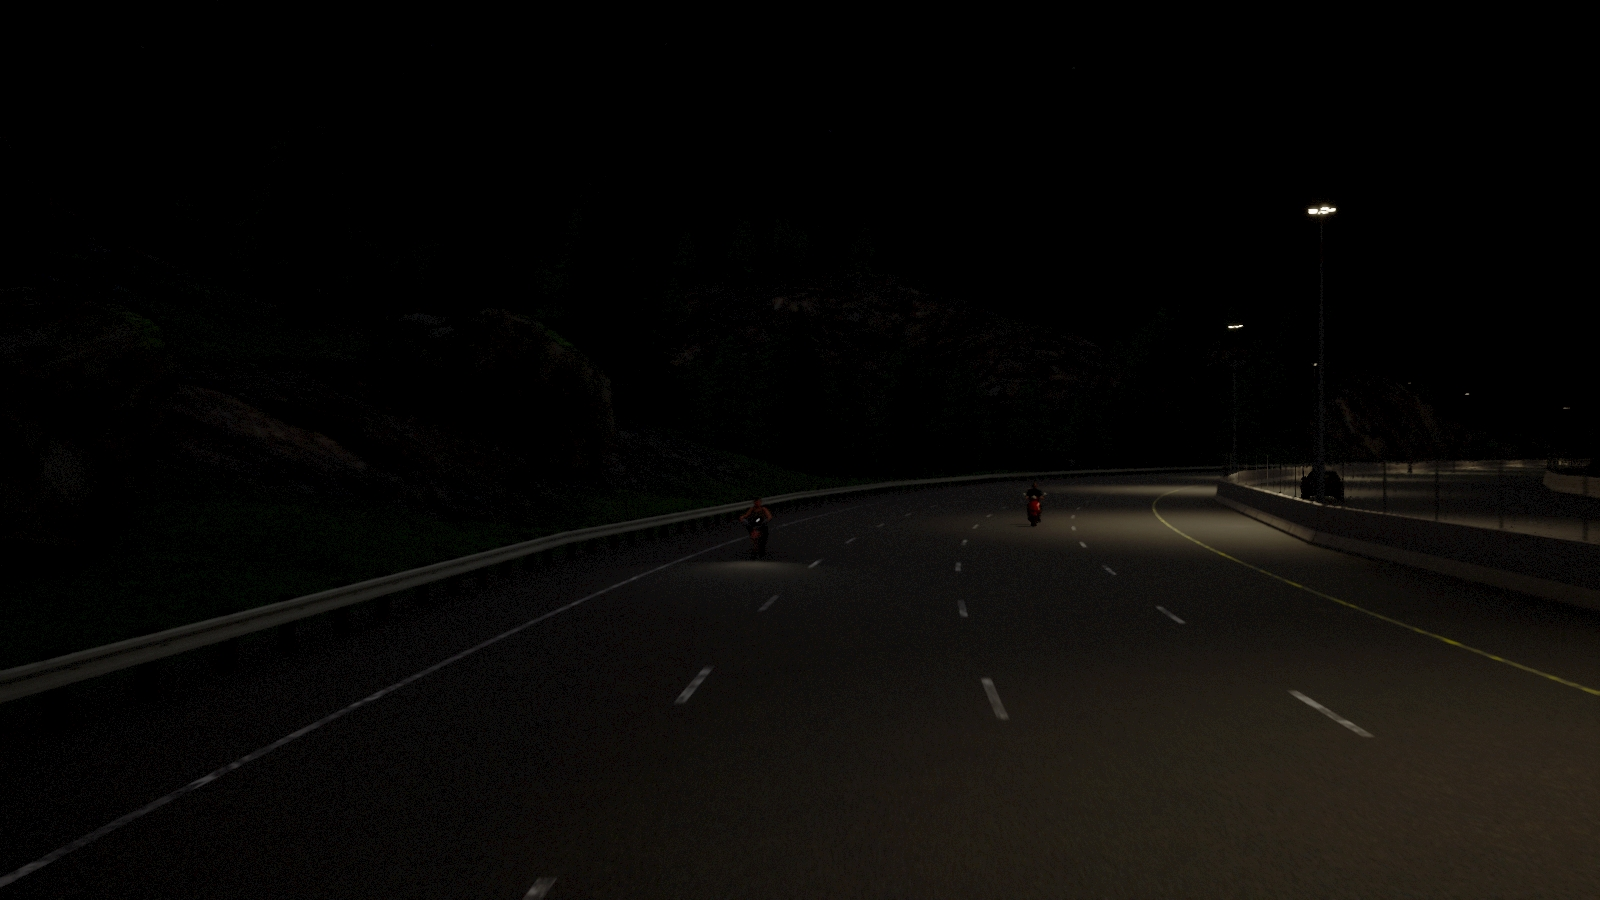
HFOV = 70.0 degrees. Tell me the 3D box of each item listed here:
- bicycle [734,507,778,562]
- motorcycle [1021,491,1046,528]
[{"bbox_3d":[-1.102,2.147,29.239,0.859,1.295,1.487,0,0,9],"label":"bicycle"},{"bbox_3d":[8.676,2.196,42.399,0.856,1.236,1.805,1,0,12],"label":"motorcycle"}]
